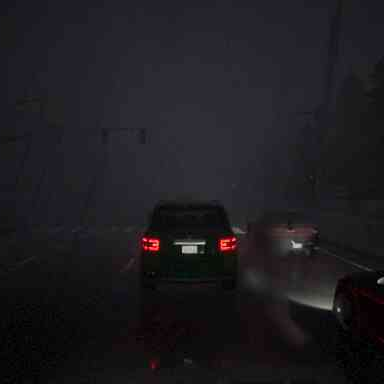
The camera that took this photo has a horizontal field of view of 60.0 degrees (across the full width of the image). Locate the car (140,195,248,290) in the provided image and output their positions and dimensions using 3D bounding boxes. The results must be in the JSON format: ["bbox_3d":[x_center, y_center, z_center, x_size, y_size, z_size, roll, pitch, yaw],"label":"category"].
[{"bbox_3d":[-0.100,1.221,9.215,2.150,2.045,5.566,0,0,-1],"label":"car"}]

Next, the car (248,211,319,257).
[{"bbox_3d":[3.333,1.491,12.972,2.128,1.511,4.902,0,0,0],"label":"car"}]

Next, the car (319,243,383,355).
[{"bbox_3d":[3.424,1.564,4.064,1.994,1.385,4.181,0,0,-1],"label":"car"}]
